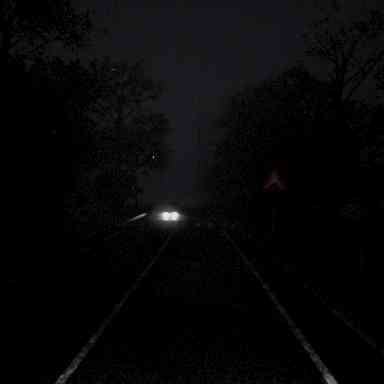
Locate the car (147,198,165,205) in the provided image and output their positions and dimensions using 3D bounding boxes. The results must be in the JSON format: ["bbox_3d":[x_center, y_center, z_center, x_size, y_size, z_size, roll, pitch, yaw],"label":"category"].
[{"bbox_3d":[-9.547,2.558,89.503,4.553,1.767,2.185,0,-2,0],"label":"car"}]

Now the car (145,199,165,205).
[{"bbox_3d":[-9.540,2.577,86.724,5.008,1.535,2.097,0,-2,0],"label":"car"}]

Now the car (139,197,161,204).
[{"bbox_3d":[-9.384,2.387,81.185,5.366,1.575,1.946,0,-2,0],"label":"car"}]

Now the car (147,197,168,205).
[{"bbox_3d":[-9.469,2.544,92.278,5.566,2.045,2.435,0,-2,0],"label":"car"}]

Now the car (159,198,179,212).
[{"bbox_3d":[-2.782,1.887,45.219,2.128,1.511,4.902,0,0,1],"label":"car"}]

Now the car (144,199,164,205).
[{"bbox_3d":[-9.557,2.480,83.953,4.892,1.521,2.231,0,-2,0],"label":"car"}]
